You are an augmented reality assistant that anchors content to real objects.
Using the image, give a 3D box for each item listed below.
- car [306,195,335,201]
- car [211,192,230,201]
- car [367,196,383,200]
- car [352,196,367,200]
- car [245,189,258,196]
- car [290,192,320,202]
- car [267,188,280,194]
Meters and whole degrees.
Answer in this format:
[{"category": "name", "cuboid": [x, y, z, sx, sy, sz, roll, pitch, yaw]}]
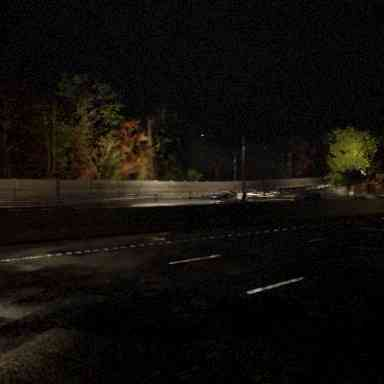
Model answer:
[{"category": "car", "cuboid": [17.863, 1.466, 44.625, 4.718, 1.301, 1.895, 0, 0, -37]}, {"category": "car", "cuboid": [4.784, 0.684, 56.017, 2.128, 1.511, 4.902, 0, 1, 29]}, {"category": "car", "cuboid": [31.307, 1.398, 54.966, 4.674, 1.442, 1.812, 0, 0, -37]}, {"category": "car", "cuboid": [29.568, 1.417, 58.037, 4.181, 1.385, 1.994, 0, 0, -37]}, {"category": "car", "cuboid": [12.194, 0.243, 69.284, 2.097, 1.767, 4.553, 0, 2, 30]}, {"category": "car", "cuboid": [16.577, 1.070, 48.042, 5.566, 2.045, 2.150, 0, 0, -37]}, {"category": "car", "cuboid": [20.322, -0.158, 82.518, 2.033, 1.411, 5.357, 0, 3, 33]}]
